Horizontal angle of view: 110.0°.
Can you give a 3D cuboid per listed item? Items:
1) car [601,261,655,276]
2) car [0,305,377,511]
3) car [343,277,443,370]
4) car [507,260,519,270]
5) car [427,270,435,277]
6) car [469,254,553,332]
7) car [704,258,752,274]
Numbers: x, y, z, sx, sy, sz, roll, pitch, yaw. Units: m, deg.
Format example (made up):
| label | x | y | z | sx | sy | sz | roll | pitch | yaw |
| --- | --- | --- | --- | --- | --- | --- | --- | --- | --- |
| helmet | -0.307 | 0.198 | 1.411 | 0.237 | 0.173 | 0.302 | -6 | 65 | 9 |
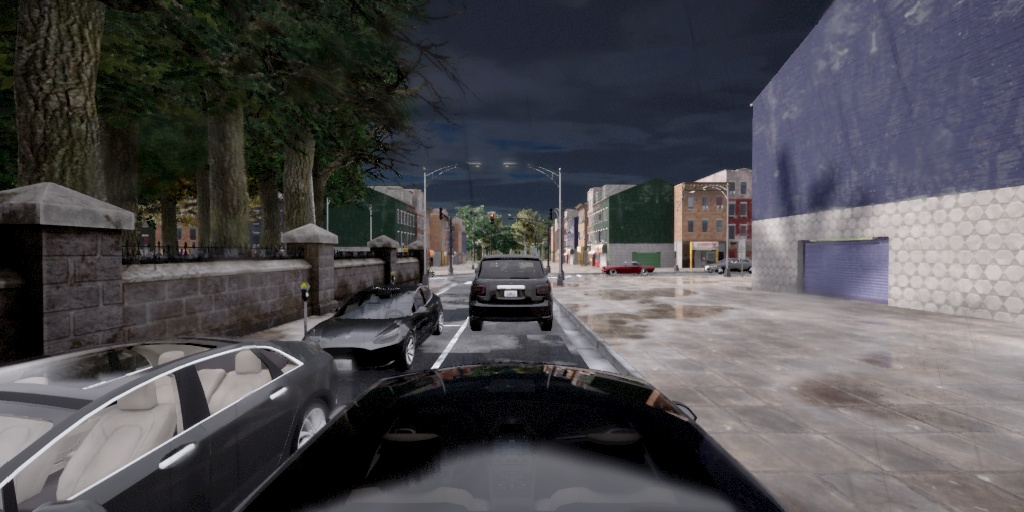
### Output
| label | x | y | z | sx | sy | sz | roll | pitch | yaw |
| --- | --- | --- | --- | --- | --- | --- | --- | --- | --- |
| car | 10.989 | 1.186 | 34.310 | 4.718 | 1.301 | 1.895 | -1 | 1 | 0 |
| car | -2.641 | 1.300 | 2.047 | 2.007 | 1.370 | 4.403 | 0 | 0 | 0 |
| car | -2.635 | 1.316 | 7.736 | 1.948 | 1.339 | 4.313 | 0 | 0 | 0 |
| car | 0.161 | 1.322 | 54.824 | 1.837 | 1.490 | 4.892 | 0 | 0 | 0 |
| car | -9.544 | 1.457 | 31.579 | 5.357 | 1.411 | 2.033 | -1 | 1 | -5 |
| car | -0.012 | 0.973 | 11.047 | 2.150 | 2.045 | 5.566 | 0 | 0 | 0 |
| car | 21.027 | 0.942 | 34.296 | 4.902 | 1.511 | 2.128 | -1 | 1 | 0 |
